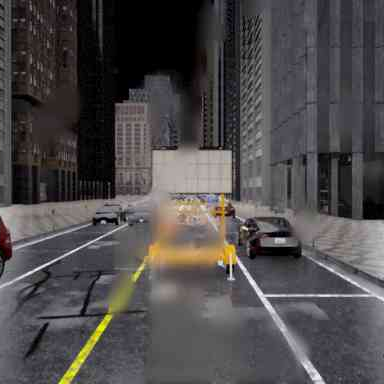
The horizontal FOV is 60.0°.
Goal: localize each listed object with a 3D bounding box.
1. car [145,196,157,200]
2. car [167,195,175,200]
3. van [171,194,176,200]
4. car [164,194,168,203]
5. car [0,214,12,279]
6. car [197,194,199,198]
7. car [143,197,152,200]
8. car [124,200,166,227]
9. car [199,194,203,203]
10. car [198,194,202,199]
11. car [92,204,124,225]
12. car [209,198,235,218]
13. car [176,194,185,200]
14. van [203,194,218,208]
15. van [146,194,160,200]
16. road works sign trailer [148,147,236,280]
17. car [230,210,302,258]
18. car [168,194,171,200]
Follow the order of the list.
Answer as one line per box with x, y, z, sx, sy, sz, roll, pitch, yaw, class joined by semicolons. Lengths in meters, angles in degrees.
-5.749;1.521;40.542;1.752;1.417;4.829;0;0;0;car
-5.728;1.531;91.480;1.887;1.381;4.507;0;0;0;car
-5.731;1.329;85.839;1.690;1.788;3.998;0;0;0;van
-5.742;1.433;57.634;1.967;1.590;4.097;0;0;0;car
-5.764;1.314;6.867;2.192;1.841;5.009;0;0;0;car
2.791;1.556;74.557;1.947;1.339;4.313;0;0;0;car
-5.751;1.547;35.071;2.008;1.369;4.403;0;0;0;car
-3.091;1.502;22.701;1.837;1.490;4.892;0;0;0;car
2.786;1.574;63.276;1.802;1.307;4.206;0;0;0;car
2.789;1.573;68.917;1.802;1.307;4.206;0;0;0;car
-5.755;1.563;23.790;1.947;1.339;4.313;0;0;0;car
2.772;1.541;29.432;1.887;1.381;4.507;0;0;0;car
-2.963;1.563;89.898;1.994;1.385;4.181;0;0;0;car
2.778;1.336;46.354;1.690;1.788;3.998;0;0;0;van
-5.747;1.336;46.353;1.690;1.788;3.998;0;0;0;van
0.004;0.463;9.896;2.380;3.560;2.880;0;0;0;road works sign trailer
2.765;1.565;12.510;1.947;1.339;4.313;0;0;0;car
-5.740;1.307;63.276;2.192;1.841;5.009;0;0;0;car
